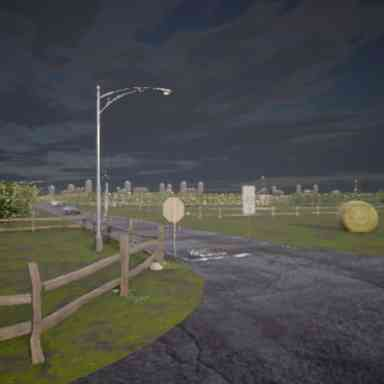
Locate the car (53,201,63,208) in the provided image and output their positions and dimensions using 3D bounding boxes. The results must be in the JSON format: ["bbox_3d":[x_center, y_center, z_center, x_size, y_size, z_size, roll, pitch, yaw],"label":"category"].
[{"bbox_3d":[-33.644,3.262,84.868,1.837,1.490,4.892,0,-1,-28],"label":"car"}]

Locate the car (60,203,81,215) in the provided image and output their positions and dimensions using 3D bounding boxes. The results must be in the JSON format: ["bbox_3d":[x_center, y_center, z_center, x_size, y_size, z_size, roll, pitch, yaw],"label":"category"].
[{"bbox_3d":[-17.597,2.628,48.588,1.994,1.385,4.181,0,-1,-28],"label":"car"}]
